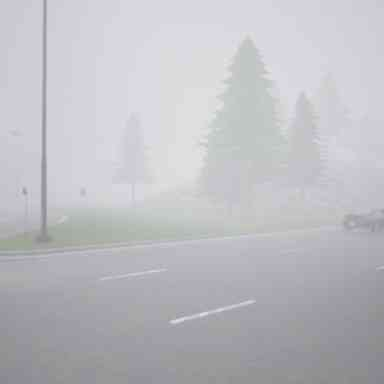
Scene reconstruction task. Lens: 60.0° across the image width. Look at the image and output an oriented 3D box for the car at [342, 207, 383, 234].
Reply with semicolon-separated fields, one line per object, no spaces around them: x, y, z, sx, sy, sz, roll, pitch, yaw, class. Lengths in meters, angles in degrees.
10.943;1.648;20.168;4.674;1.442;1.812;0;0;-36;car
